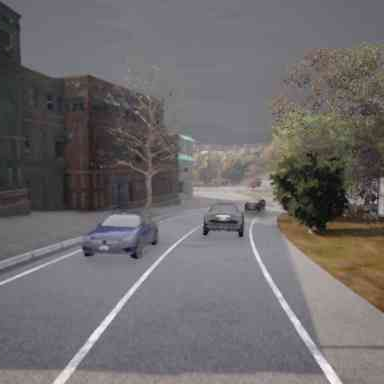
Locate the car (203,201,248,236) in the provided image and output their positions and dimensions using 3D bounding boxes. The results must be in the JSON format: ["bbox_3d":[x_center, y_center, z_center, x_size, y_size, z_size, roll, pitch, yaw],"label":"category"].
[{"bbox_3d":[1.915,1.364,18.828,2.097,1.767,4.553,1,0,9],"label":"car"}]

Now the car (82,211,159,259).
[{"bbox_3d":[-2.458,1.478,12.607,1.812,1.442,4.674,1,0,7],"label":"car"}]

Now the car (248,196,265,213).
[{"bbox_3d":[7.579,1.652,40.033,1.882,1.535,5.008,2,0,20],"label":"car"}]
